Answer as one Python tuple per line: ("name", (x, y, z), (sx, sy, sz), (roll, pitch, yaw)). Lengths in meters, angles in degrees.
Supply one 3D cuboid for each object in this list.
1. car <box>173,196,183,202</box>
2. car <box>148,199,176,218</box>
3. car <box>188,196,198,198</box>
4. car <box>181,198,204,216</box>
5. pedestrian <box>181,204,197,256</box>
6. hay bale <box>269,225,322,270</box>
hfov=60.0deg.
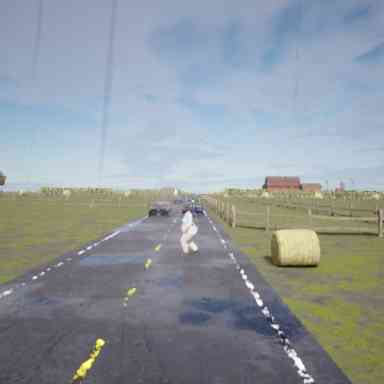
("car", (-2.666, 1.505, 65.353), (2.033, 1.411, 5.357), (0, 0, 1))
("car", (-2.795, 1.580, 30.000), (1.895, 1.301, 4.718), (0, 0, 0))
("car", (0.166, 1.320, 47.689), (2.097, 1.767, 4.553), (0, 0, 0))
("car", (0.142, 1.579, 32.278), (1.895, 1.301, 4.718), (0, 0, 0))
("pedestrian", (-0.121, 1.286, 11.409), (0.375, 1.860, 0.375), (1, -1, 2))
("hay bale", (3.134, 1.648, 10.194), (1.220, 1.180, 1.240), (-1, -1, 0))
